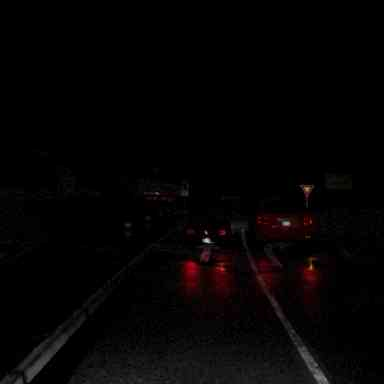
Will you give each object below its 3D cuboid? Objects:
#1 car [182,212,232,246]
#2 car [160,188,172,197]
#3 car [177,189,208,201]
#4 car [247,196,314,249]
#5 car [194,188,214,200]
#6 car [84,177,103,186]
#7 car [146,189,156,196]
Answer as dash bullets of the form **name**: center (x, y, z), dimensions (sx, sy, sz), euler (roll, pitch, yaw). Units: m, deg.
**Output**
- **car**: center (0.808, 1.534, 14.809), dimensions (1.895, 1.301, 4.718), euler (0, 1, 7)
- **car**: center (-5.183, -0.119, 66.838), dimensions (2.097, 1.767, 4.553), euler (0, 5, -9)
- **car**: center (-0.210, 0.719, 52.955), dimensions (4.181, 1.385, 1.994), euler (1, 1, 24)
- **car**: center (3.664, 1.182, 14.469), dimensions (2.150, 2.045, 5.566), euler (0, 1, 7)
- **car**: center (0.970, 0.342, 55.706), dimensions (5.566, 2.045, 2.150), euler (1, 1, 24)
- **car**: center (-27.000, -2.469, 90.867), dimensions (4.792, 1.488, 2.163), euler (-3, 7, -33)
- **car**: center (-8.158, 0.136, 66.451), dimensions (1.895, 1.301, 4.718), euler (0, 5, -9)
